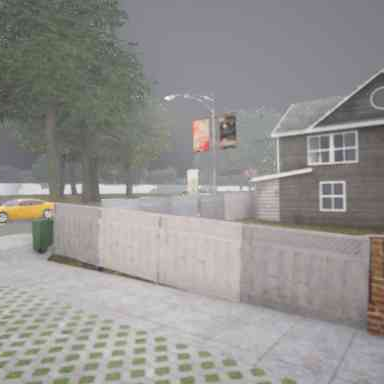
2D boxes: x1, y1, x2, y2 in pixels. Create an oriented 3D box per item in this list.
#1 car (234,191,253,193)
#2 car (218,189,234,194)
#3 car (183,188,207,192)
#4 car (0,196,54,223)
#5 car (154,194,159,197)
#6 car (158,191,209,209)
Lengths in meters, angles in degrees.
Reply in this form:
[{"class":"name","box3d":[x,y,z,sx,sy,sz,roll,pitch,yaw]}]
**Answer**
[{"class":"car","box3d":[8.119,0.645,45.379,1.882,1.535,5.008,-1,0,36]},{"class":"car","box3d":[5.433,0.342,52.906,1.837,1.490,4.892,-1,0,36]},{"class":"car","box3d":[-0.004,0.596,39.840,2.150,2.045,5.566,-1,0,36]},{"class":"car","box3d":[-11.901,1.220,23.161,1.882,1.535,5.008,-1,1,36]},{"class":"car","box3d":[-3.741,0.994,40.190,1.812,1.442,4.674,-1,0,36]},{"class":"car","box3d":[-0.374,0.950,27.819,1.812,1.442,4.674,-1,0,36]}]
